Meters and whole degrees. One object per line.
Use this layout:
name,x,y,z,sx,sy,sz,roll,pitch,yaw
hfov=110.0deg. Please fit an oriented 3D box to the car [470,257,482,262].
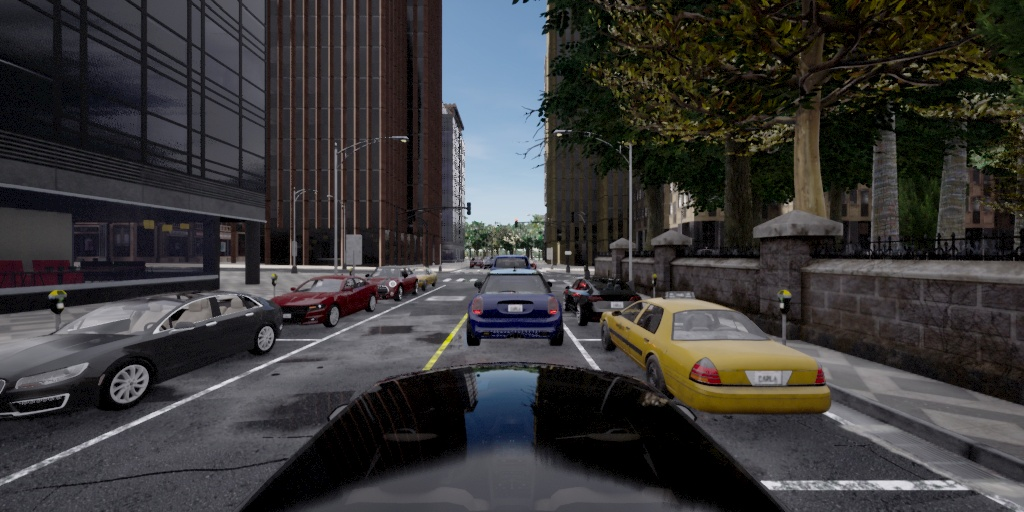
car,-5.849,1.079,59.764,2.192,1.841,5.009,0,0,0

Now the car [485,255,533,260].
car,-0.021,0.972,18.995,2.150,2.045,5.566,0,0,0

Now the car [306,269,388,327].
car,-5.777,1.295,11.442,1.888,1.381,4.507,0,0,0

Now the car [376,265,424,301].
car,-5.785,1.190,16.899,1.967,1.591,4.097,0,0,0

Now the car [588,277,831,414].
car,2.756,1.275,6.170,1.751,1.417,4.829,0,0,0

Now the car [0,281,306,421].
car,-5.769,1.300,5.985,2.007,1.370,4.403,0,0,0

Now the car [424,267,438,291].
car,-5.793,1.277,22.186,1.751,1.417,4.829,0,0,0

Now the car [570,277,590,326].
car,2.748,1.316,11.457,1.948,1.339,4.313,0,0,0

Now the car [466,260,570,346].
car,0.042,1.102,9.560,2.097,1.767,4.553,0,0,-1
